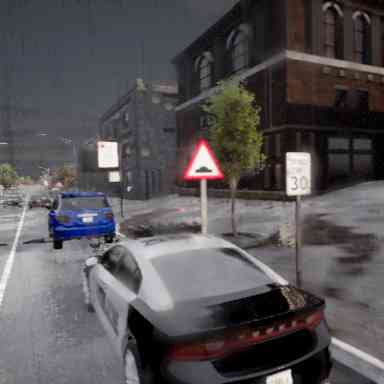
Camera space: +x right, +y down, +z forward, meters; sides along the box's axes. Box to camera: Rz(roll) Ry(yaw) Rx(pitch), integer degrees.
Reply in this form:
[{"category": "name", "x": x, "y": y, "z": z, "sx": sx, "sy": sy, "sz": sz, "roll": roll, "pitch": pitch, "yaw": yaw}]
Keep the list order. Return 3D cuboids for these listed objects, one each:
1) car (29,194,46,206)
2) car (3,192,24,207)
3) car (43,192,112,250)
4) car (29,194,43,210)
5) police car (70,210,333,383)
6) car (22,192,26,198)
[{"category": "car", "x": -22.433, "y": 1.094, "z": 48.217, "sx": 2.033, "sy": 1.411, "sz": 5.357, "roll": -3, "pitch": 2, "yaw": -26}, {"category": "car", "x": -23.913, "y": 1.206, "z": 44.398, "sx": 1.837, "sy": 1.490, "sz": 4.892, "roll": -3, "pitch": 2, "yaw": -26}, {"category": "car", "x": -4.778, "y": 1.031, "z": 13.918, "sx": 2.150, "sy": 2.045, "sz": 5.566, "roll": -3, "pitch": 2, "yaw": -26}, {"category": "car", "x": -17.583, "y": 1.000, "z": 38.315, "sx": 2.097, "sy": 1.767, "sz": 4.553, "roll": -3, "pitch": 2, "yaw": -25}, {"category": "police car", "x": -0.434, "y": 1.294, "z": 5.000, "sx": 1.930, "sy": 1.638, "sz": 5.238, "roll": -3, "pitch": 2, "yaw": -26}, {"category": "car", "x": -43.613, "y": 0.677, "z": 84.906, "sx": 2.128, "sy": 1.511, "sz": 4.902, "roll": -3, "pitch": 2, "yaw": -26}]
